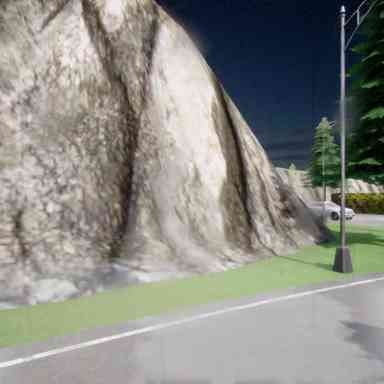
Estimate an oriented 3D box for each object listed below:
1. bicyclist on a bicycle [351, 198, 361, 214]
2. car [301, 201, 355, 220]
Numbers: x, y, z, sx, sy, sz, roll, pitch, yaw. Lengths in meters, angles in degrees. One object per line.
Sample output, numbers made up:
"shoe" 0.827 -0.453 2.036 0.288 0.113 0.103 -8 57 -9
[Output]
"bicyclist on a bicycle" 16.458 1.453 33.365 1.656 1.620 0.582 0 0 -28
"car" 11.288 1.526 27.981 1.812 1.442 4.674 0 0 -28
